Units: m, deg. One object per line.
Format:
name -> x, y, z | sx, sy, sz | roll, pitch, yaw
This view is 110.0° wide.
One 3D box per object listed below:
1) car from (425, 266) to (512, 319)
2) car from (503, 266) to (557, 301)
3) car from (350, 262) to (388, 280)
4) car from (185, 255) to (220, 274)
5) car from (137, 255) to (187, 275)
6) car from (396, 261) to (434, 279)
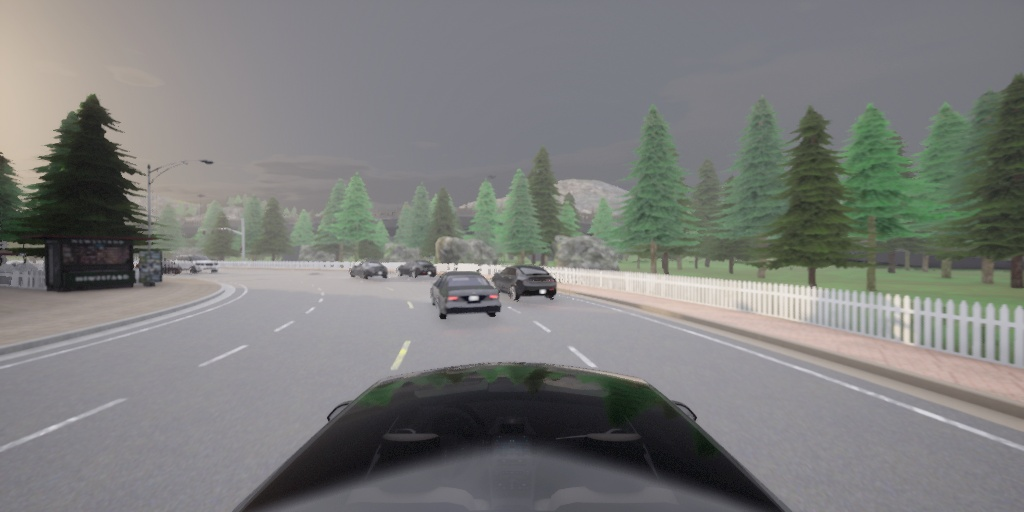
car -> -1.801, 1.249, 12.696 | 2.033, 1.411, 5.357 | 0, 0, -16
car -> 0.411, 1.178, 16.871 | 1.837, 1.490, 4.892 | 0, 0, -20
car -> -12.021, 1.178, 30.075 | 1.812, 1.442, 4.674 | 0, 0, -43
car -> -35.175, 0.914, 39.923 | 5.566, 2.045, 2.150 | 0, 0, 24
car -> -35.778, 1.061, 36.355 | 4.553, 1.767, 2.097 | 0, 0, 24
car -> -8.386, 1.139, 31.255 | 1.837, 1.490, 4.892 | 0, 0, -42
